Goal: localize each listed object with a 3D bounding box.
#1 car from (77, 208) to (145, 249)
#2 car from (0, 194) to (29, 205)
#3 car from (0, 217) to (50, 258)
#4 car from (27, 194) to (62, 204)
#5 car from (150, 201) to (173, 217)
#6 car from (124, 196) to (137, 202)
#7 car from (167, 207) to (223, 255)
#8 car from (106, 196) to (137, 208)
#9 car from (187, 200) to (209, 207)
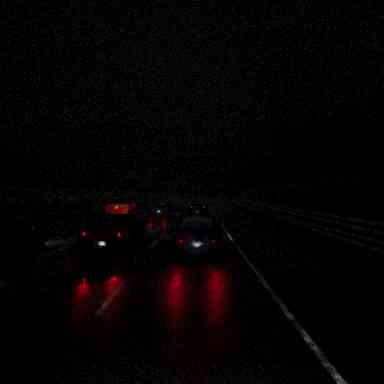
[{"bbox_3d":[-3.280,1.605,14.494,1.895,1.301,4.718,0,0,1],"label":"car"},{"bbox_3d":[-20.309,1.274,40.549,2.150,2.045,5.566,0,0,2],"label":"car"},{"bbox_3d":[-6.828,1.550,11.315,2.033,1.411,5.357,0,0,1],"label":"car"},{"bbox_3d":[-16.862,1.401,38.969,2.097,1.767,4.553,0,0,2],"label":"car"},{"bbox_3d":[-2.894,1.559,31.964,1.812,1.442,4.674,0,0,2],"label":"car"},{"bbox_3d":[-14.690,1.655,79.393,1.882,1.535,5.008,0,0,4],"label":"car"},{"bbox_3d":[0.200,1.531,13.223,1.812,1.442,4.674,0,0,1],"label":"car"},{"bbox_3d":[-6.431,1.379,30.767,2.097,1.767,4.553,0,0,2],"label":"car"},{"bbox_3d":[0.576,1.523,30.930,2.128,1.511,4.902,0,0,2],"label":"car"}]
